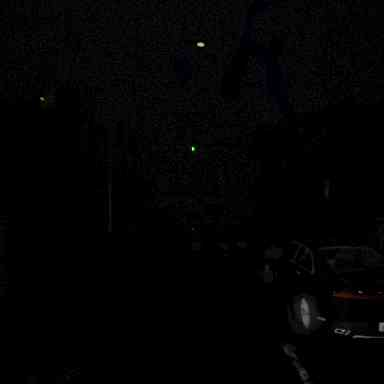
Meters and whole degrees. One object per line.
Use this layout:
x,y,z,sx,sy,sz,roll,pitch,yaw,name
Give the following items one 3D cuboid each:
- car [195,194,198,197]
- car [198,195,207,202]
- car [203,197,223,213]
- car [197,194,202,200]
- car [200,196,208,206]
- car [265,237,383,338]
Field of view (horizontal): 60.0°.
2.602,1.606,88.854,2.192,1.841,5.009,-1,0,0,car
2.612,1.742,61.191,1.887,1.381,4.507,-1,0,0,car
2.615,1.667,39.061,1.887,1.381,4.507,-1,0,0,car
2.609,1.656,66.723,1.967,1.590,4.097,-1,0,0,car
2.614,1.742,50.126,1.802,1.307,4.206,-1,0,0,car
2.621,1.570,6.616,2.008,1.369,4.403,-1,0,0,car
